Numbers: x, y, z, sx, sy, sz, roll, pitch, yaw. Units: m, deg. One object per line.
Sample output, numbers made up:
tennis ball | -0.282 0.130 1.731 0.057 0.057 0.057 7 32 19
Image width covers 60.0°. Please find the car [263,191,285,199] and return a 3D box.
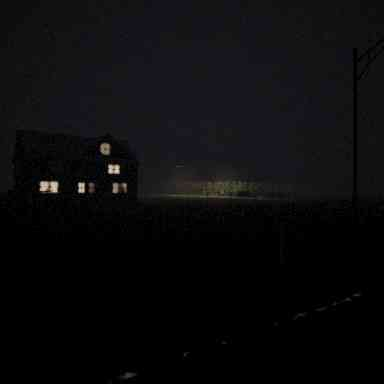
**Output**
car | 16.932 0.604 68.716 2.128 1.511 4.902 0 1 -35

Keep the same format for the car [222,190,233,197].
car | 9.174 0.331 79.603 1.812 1.442 4.674 0 1 -35

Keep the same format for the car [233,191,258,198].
car | 11.609 0.502 70.155 1.882 1.535 5.008 0 1 -35
